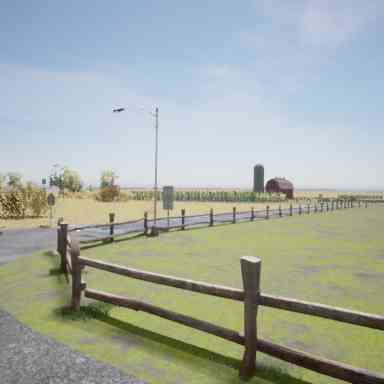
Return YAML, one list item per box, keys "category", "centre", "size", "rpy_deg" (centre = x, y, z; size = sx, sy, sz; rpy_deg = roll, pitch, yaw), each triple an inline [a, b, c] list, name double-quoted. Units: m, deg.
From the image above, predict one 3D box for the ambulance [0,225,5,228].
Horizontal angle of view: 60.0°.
- category: "ambulance"
  centre: [-13.628, 1.103, 17.492]
  size: [6.366, 2.431, 2.351]
  rpy_deg: [1, 0, -40]
